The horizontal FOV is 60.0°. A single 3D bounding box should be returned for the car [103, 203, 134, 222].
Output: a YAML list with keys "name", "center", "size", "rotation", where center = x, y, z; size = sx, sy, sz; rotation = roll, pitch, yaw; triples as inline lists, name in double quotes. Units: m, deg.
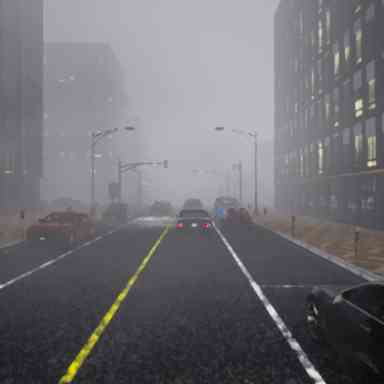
- name: "car"
  center: [-5.686, 1.534, 26.269]
  size: [1.947, 1.339, 4.313]
  rotation: [0, 0, 0]

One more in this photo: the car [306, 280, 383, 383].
- name: "car"
  center: [2.661, 1.561, 3.487]
  size: [1.947, 1.339, 4.313]
  rotation: [0, 0, 0]

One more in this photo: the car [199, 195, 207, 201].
- name: "car"
  center: [2.694, 1.533, 82.108]
  size: [1.802, 1.307, 4.206]
  rotation: [0, 0, 0]

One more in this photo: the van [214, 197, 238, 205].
- name: "van"
  center: [2.662, 1.309, 26.243]
  size: [1.690, 1.788, 3.998]
  rotation: [0, 0, 0]

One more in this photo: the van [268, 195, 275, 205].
- name: "van"
  center: [14.901, 1.358, 55.514]
  size: [3.998, 1.788, 1.690]
  rotation: [0, 0, 0]

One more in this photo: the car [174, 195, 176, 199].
- name: "car"
  center: [-5.685, 1.268, 87.647]
  size: [2.192, 1.841, 5.009]
  rotation: [0, 0, 0]

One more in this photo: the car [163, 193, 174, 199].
- name: "car"
  center: [-5.687, 1.475, 76.398]
  size: [1.752, 1.417, 4.829]
  rotation: [0, 0, 0]

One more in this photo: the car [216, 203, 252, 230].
- name: "car"
  center: [2.661, 1.556, 20.554]
  size: [1.802, 1.307, 4.206]
  rotation: [0, 0, 0]

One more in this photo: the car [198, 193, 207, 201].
- name: "car"
  center: [2.695, 1.268, 87.648]
  size: [2.192, 1.841, 5.009]
  rotation: [0, 0, 0]

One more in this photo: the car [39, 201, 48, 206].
- name: "car"
  center: [-22.957, 1.408, 47.042]
  size: [4.829, 1.417, 1.752]
  rotation: [0, 0, 0]

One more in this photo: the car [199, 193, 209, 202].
- name: "car"
  center: [2.694, 1.474, 71.200]
  size: [1.752, 1.417, 4.829]
  rotation: [0, 0, 0]

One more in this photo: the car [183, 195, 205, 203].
- name: "car"
  center: [0.101, 1.438, 34.685]
  size: [1.882, 1.535, 5.008]
  rotation: [0, 0, 0]

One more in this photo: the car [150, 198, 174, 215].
- name: "car"
  center: [-3.060, 1.562, 33.097]
  size: [1.895, 1.301, 4.718]
  rotation: [0, 0, 0]

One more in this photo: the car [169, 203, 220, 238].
- name: "car"
  center: [0.101, 1.525, 17.356]
  size: [2.033, 1.411, 5.357]
  rotation: [0, 0, 0]

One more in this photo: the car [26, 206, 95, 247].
- name: "car"
  center: [-5.686, 1.525, 14.892]
  size: [1.887, 1.381, 4.507]
  rotation: [0, 0, 0]

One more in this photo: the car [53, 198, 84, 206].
- name: "car"
  center: [-17.465, 1.475, 47.055]
  size: [4.206, 1.307, 1.802]
  rotation: [0, 0, 0]
